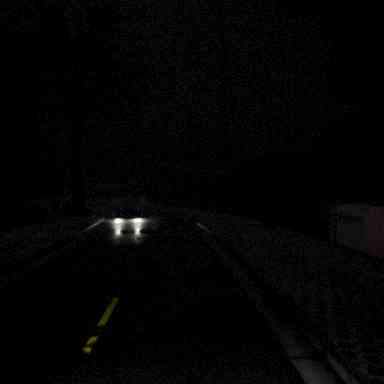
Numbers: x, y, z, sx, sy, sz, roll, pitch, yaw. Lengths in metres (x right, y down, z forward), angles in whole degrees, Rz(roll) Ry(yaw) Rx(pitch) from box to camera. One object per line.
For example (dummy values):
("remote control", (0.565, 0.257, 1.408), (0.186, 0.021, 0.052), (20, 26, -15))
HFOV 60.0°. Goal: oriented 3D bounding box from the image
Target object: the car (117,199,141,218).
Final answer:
("car", (-5.572, 1.393, 29.574), (1.882, 1.535, 5.008), (0, -1, -10))
